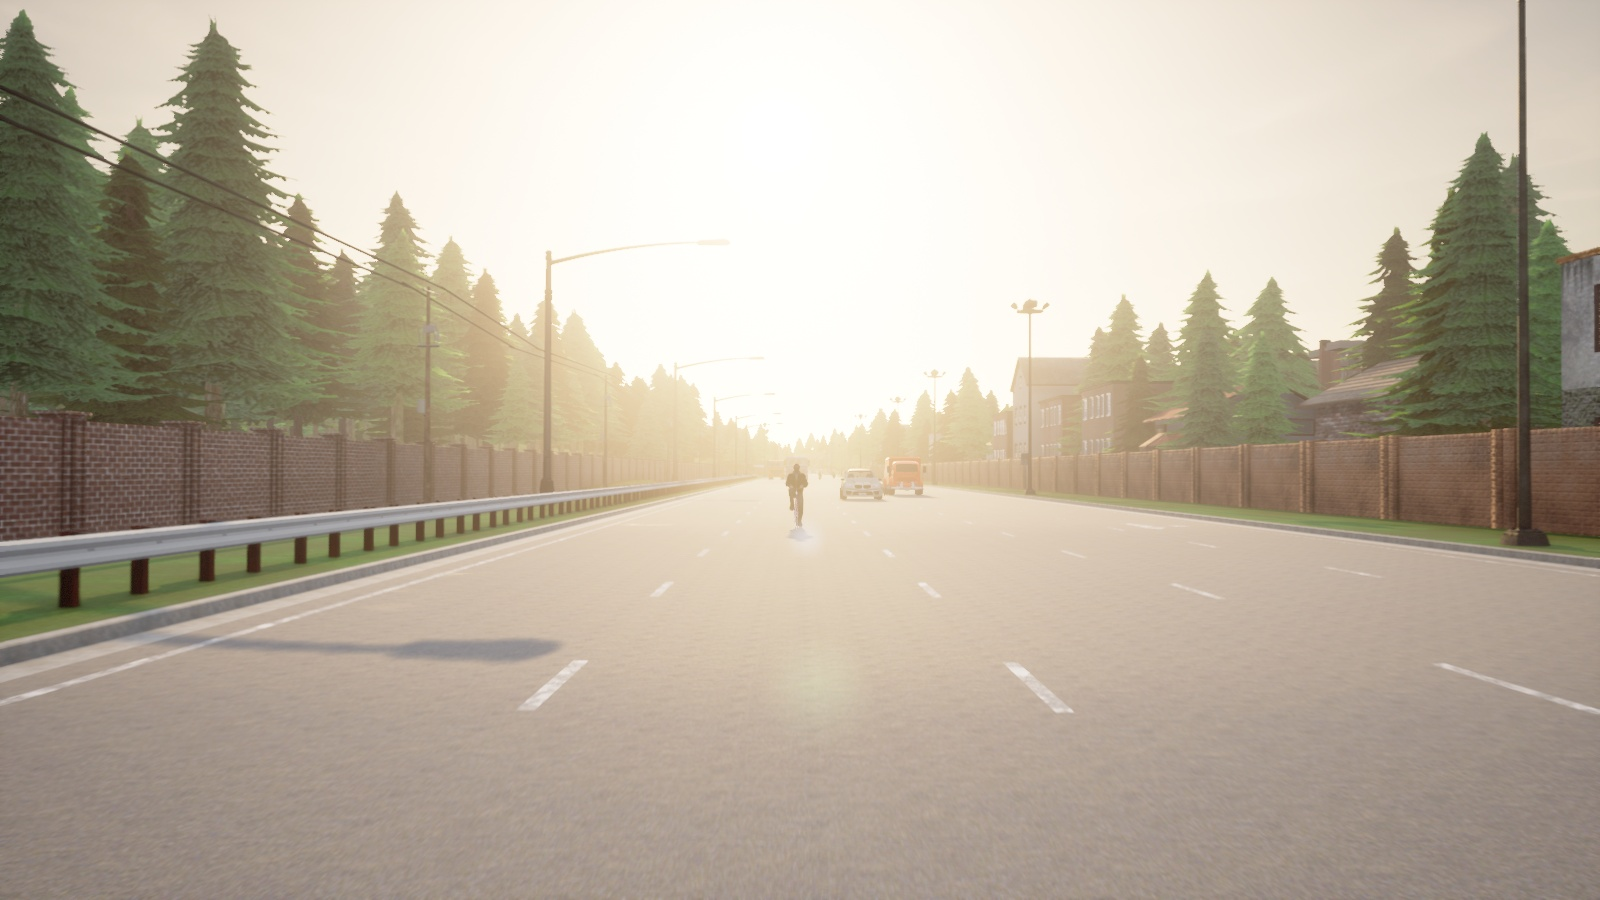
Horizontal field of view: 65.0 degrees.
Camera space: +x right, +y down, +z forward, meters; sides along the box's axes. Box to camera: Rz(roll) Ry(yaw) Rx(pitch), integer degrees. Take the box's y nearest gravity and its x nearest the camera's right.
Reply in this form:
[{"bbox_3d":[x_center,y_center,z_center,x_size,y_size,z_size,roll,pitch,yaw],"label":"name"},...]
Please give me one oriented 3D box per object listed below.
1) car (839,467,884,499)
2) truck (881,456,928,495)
[{"bbox_3d":[3.330,1.760,68.612,2.242,1.667,4.611,0,-1,0],"label":"car"},{"bbox_3d":[6.795,1.635,82.124,2.627,2.467,5.204,0,-1,0],"label":"truck"}]
